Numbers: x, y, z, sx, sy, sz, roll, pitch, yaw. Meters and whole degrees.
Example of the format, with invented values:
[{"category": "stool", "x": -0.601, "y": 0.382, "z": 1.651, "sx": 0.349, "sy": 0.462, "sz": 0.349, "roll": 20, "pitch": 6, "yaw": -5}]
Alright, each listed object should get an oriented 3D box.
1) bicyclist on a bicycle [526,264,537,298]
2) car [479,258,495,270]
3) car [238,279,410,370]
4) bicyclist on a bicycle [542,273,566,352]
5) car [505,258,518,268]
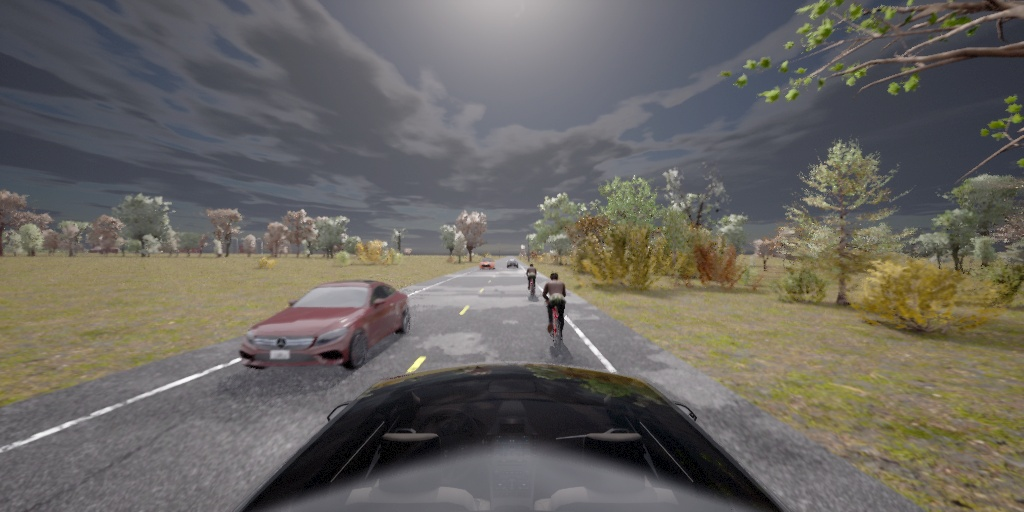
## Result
[{"category": "bicyclist on a bicycle", "x": 0.963, "y": 1.196, "z": 17.451, "sx": 0.582, "sy": 1.620, "sz": 1.656, "roll": 0, "pitch": 0, "yaw": 0}, {"category": "car", "x": -3.582, "y": 1.081, "z": 51.606, "sx": 2.097, "sy": 1.767, "sz": 4.553, "roll": 0, "pitch": 0, "yaw": 0}, {"category": "car", "x": -3.600, "y": 1.273, "z": 7.890, "sx": 1.812, "sy": 1.442, "sz": 4.674, "roll": 0, "pitch": 0, "yaw": 0}, {"category": "bicyclist on a bicycle", "x": 0.963, "y": 1.200, "z": 8.003, "sx": 0.582, "sy": 1.620, "sz": 1.656, "roll": 0, "pitch": 0, "yaw": 0}, {"category": "car", "x": 0.102, "y": 1.328, "z": 60.374, "sx": 1.895, "sy": 1.301, "sz": 4.718, "roll": 0, "pitch": 0, "yaw": 0}]
